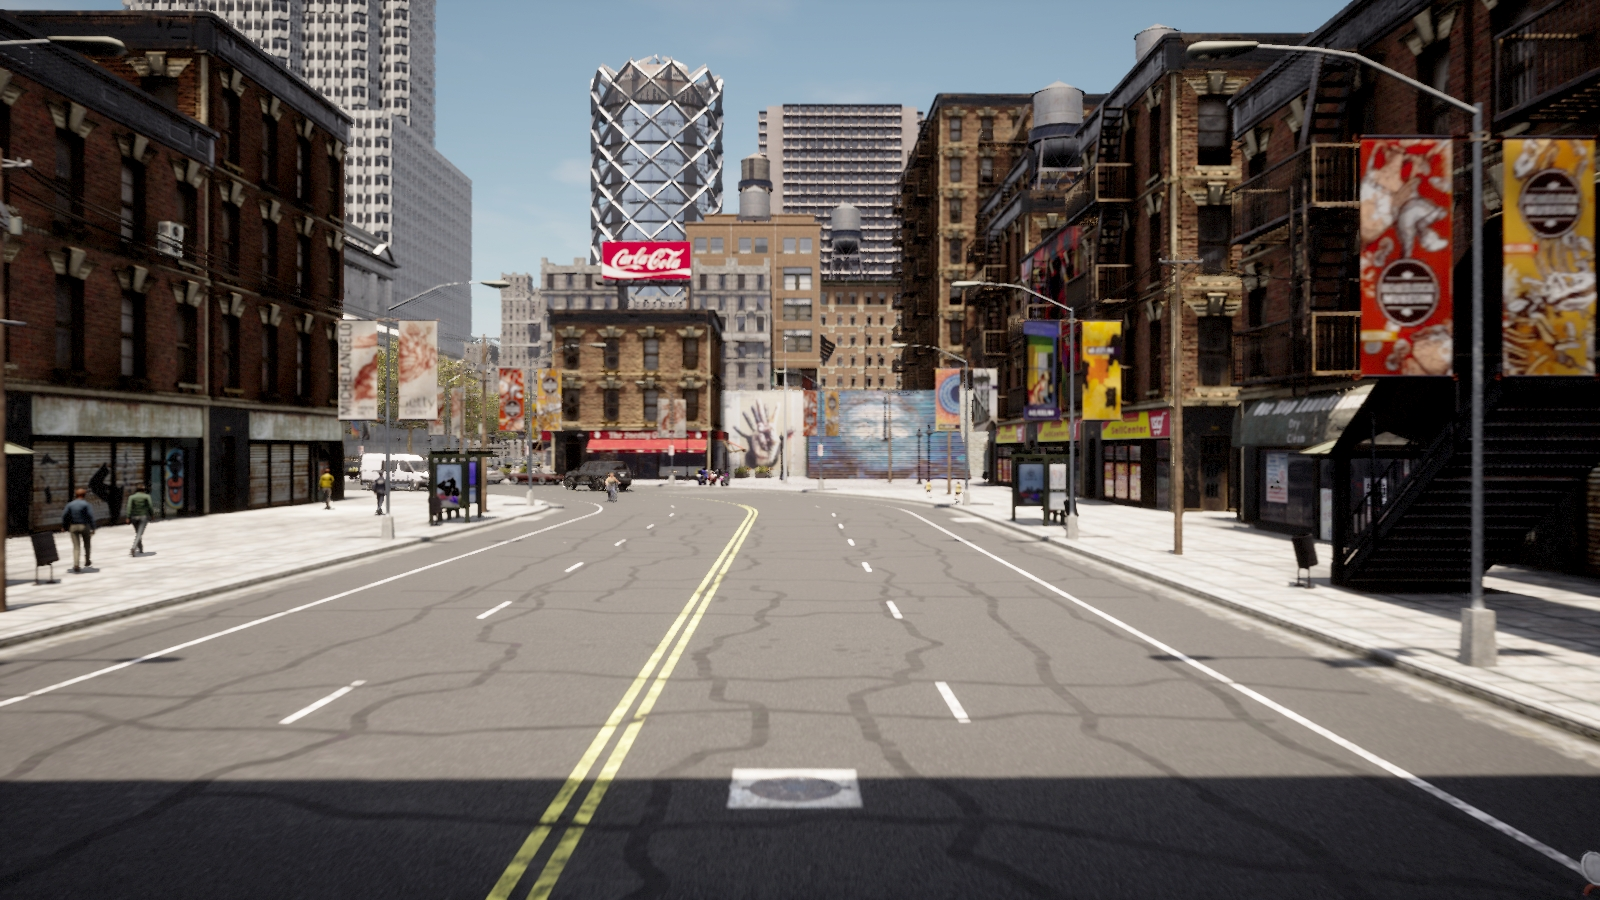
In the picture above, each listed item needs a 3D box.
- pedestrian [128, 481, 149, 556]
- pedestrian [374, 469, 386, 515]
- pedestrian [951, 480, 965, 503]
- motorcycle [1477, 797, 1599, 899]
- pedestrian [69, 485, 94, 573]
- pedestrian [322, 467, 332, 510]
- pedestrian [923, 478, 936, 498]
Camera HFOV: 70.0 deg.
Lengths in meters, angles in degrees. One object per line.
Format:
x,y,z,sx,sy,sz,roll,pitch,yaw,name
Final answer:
-16.478,1.696,28.452,0.375,1.860,0.375,0,0,-17,pedestrian
-16.972,1.696,46.174,0.375,1.860,0.375,0,0,-12,pedestrian
7.875,2.076,56.848,0.500,1.100,0.500,0,0,-21,pedestrian
3.484,2.182,4.245,0.856,1.236,1.805,0,0,0,motorcycle
-15.474,1.696,24.608,0.375,1.860,0.375,0,0,-18,pedestrian
-20.881,1.696,50.451,0.375,1.860,0.375,0,0,-21,pedestrian
7.059,2.076,62.308,0.500,1.100,0.500,0,0,-18,pedestrian
